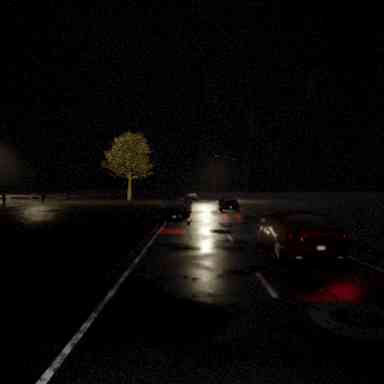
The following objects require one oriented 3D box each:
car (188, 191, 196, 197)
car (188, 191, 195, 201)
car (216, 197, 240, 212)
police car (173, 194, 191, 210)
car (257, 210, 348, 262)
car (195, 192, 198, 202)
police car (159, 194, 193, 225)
[{"bbox_3d":[0.012,0.518,78.293,1.994,1.385,4.181,0,1,0],"label":"car"},{"bbox_3d":[-1.046,1.033,32.088,2.097,1.767,4.553,0,1,0],"label":"car"},{"bbox_3d":[3.619,1.193,33.381,1.812,1.442,4.674,0,1,0],"label":"car"},{"bbox_3d":[-1.044,1.036,38.228,1.930,1.638,5.238,0,1,0],"label":"police car"},{"bbox_3d":[3.601,1.384,11.732,1.882,1.535,5.008,0,1,0],"label":"car"},{"bbox_3d":[0.008,0.949,56.338,2.033,1.411,5.357,0,1,0],"label":"car"},{"bbox_3d":[-1.046,1.222,22.229,1.930,1.638,5.238,0,1,0],"label":"police car"}]
